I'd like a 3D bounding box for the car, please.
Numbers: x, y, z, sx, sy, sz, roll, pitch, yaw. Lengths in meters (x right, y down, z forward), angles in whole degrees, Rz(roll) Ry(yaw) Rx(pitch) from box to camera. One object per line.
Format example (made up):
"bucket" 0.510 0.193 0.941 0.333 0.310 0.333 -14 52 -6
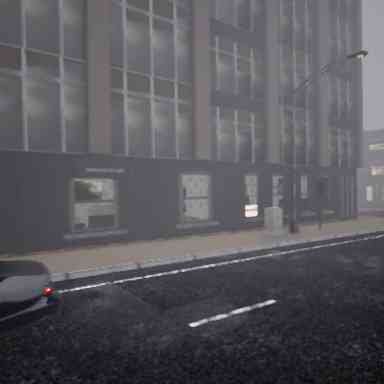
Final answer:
"car" -4.633 1.557 4.374 5.357 1.411 2.033 0 0 -36
